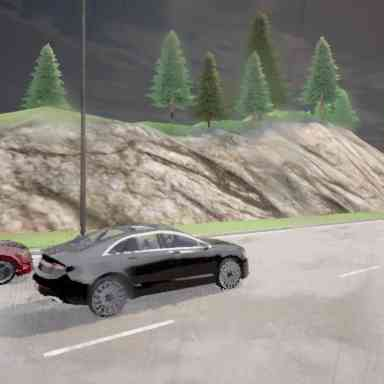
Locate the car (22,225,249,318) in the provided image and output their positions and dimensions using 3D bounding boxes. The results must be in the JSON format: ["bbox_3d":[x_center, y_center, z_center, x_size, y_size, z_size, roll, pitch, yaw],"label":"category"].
[{"bbox_3d":[-0.852,1.490,7.444,4.902,1.511,2.128,0,0,-36],"label":"car"}]

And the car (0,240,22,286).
[{"bbox_3d":[-6.128,1.563,7.975,4.181,1.385,1.994,0,0,-36],"label":"car"}]
